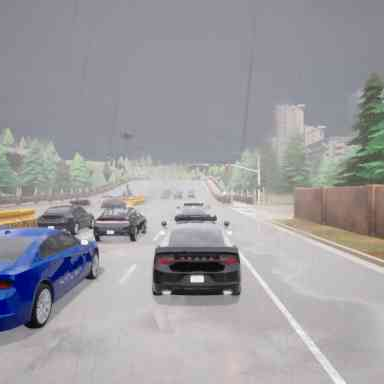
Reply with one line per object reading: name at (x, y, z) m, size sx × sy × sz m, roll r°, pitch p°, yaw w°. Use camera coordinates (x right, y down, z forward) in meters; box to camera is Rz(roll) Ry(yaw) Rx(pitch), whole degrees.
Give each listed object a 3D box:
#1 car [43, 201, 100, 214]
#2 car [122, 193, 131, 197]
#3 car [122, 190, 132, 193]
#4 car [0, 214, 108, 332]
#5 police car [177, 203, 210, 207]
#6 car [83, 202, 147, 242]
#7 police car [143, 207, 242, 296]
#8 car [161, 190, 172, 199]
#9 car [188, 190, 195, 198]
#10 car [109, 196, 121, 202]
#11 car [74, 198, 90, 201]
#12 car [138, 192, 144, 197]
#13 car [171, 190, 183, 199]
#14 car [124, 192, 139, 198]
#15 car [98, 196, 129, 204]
car at (-6.906, 1.505, 18.682) m, size 1.837 × 1.490 × 4.892 m, roll 0°, pitch 0°, yaw 0°
car at (-14.047, 1.493, 65.716) m, size 2.128 × 1.511 × 4.902 m, roll 0°, pitch 0°, yaw 0°
car at (-17.650, 0.537, 90.625) m, size 2.150 × 2.045 × 5.566 m, roll 0°, pitch 3°, yaw 0°
car at (-3.403, 1.478, 6.974) m, size 1.882 × 1.535 × 5.008 m, roll 0°, pitch 0°, yaw 0°
police car at (0.092, 1.425, 18.723) m, size 1.930 × 1.638 × 5.238 m, roll 0°, pitch 0°, yaw 0°
car at (-3.415, 1.492, 16.480) m, size 2.128 × 1.511 × 4.902 m, roll 0°, pitch 0°, yaw 1°
police car at (0.097, 1.425, 8.820) m, size 1.930 × 1.638 × 5.238 m, roll 0°, pitch 0°, yaw 0°
car at (-7.138, 1.071, 88.486) m, size 1.994 × 1.385 × 4.181 m, roll 0°, pitch 4°, yaw 0°
car at (-0.154, 0.931, 91.272) m, size 1.895 × 1.301 × 4.718 m, roll 0°, pitch 4°, yaw 0°
car at (-17.565, 1.519, 76.103) m, size 1.994 × 1.385 × 4.181 m, roll 0°, pitch 0°, yaw 0°
car at (-17.610, 1.601, 52.353) m, size 1.895 × 1.301 × 4.718 m, roll 0°, pitch 0°, yaw 0°
car at (-14.151, 0.787, 90.690) m, size 1.882 × 1.535 × 5.008 m, roll 0°, pitch 3°, yaw 0°
car at (-3.635, 0.903, 88.063) m, size 2.097 × 1.767 × 4.553 m, roll 0°, pitch 3°, yaw 0°
car at (-14.065, 1.446, 76.063) m, size 1.882 × 1.535 × 5.008 m, roll 0°, pitch 0°, yaw 0°
car at (-10.205, 1.564, 43.209) m, size 1.994 × 1.385 × 4.181 m, roll 0°, pitch 0°, yaw -40°
